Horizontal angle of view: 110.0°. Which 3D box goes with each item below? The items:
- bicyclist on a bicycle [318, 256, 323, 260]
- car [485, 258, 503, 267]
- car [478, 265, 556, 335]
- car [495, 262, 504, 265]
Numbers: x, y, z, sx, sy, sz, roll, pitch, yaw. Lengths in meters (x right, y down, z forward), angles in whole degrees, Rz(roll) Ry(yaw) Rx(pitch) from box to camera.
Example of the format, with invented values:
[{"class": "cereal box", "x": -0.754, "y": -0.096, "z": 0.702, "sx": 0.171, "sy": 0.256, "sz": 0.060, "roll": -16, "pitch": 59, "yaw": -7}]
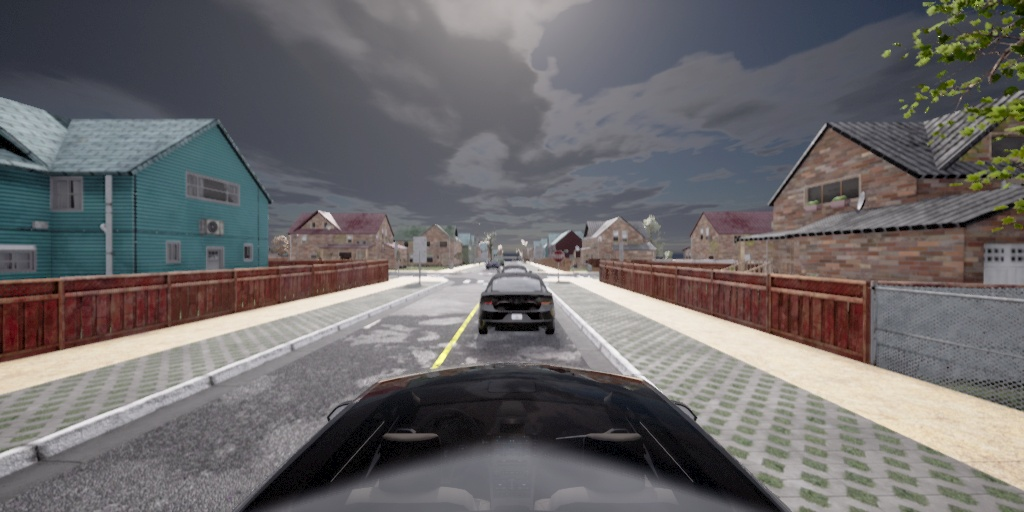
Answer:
[{"class": "bicyclist on a bicycle", "x": -20.073, "y": 0.862, "z": 37.598, "sx": 0.582, "sy": 1.620, "sz": 1.656, "roll": 0, "pitch": 1, "yaw": 0}, {"class": "car", "x": -2.724, "y": 1.289, "z": 50.876, "sx": 1.895, "sy": 1.301, "sz": 4.718, "roll": 0, "pitch": 0, "yaw": 0}, {"class": "car", "x": 0.118, "y": 1.204, "z": 10.488, "sx": 1.882, "sy": 1.535, "sz": 5.008, "roll": 0, "pitch": 0, "yaw": 0}, {"class": "car", "x": 0.140, "y": 1.229, "z": 19.670, "sx": 1.812, "sy": 1.442, "sz": 4.674, "roll": 0, "pitch": 0, "yaw": 0}]
